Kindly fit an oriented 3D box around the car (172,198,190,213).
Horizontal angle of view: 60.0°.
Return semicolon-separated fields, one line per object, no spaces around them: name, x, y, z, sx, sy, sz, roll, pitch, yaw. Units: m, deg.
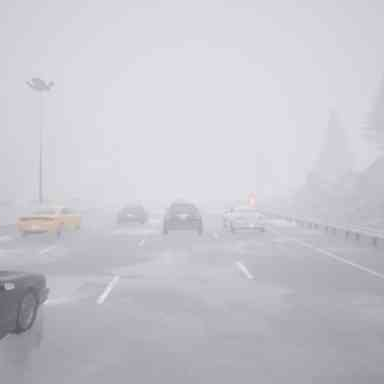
car;-1.282;1.484;38.289;1.837;1.490;4.892;0;0;-2

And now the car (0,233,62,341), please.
car;-3.493;1.553;3.685;2.033;1.411;5.357;0;0;-1

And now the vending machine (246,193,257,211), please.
vending machine;7.071;1.154;39.617;1.100;2.100;0.880;0;0;-2

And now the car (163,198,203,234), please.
car;-0.541;1.341;19.306;2.097;1.767;4.553;0;0;-2

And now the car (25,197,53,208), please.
car;-22.928;1.513;50.065;2.128;1.511;4.902;0;0;-2

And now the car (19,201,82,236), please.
car;-7.497;1.483;18.102;1.882;1.535;5.008;0;0;-2

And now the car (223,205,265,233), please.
car;2.961;1.507;19.384;1.812;1.442;4.674;0;0;-2

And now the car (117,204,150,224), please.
car;-4.242;1.558;24.482;1.994;1.385;4.181;0;0;-2
